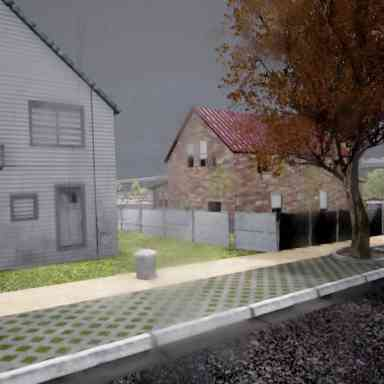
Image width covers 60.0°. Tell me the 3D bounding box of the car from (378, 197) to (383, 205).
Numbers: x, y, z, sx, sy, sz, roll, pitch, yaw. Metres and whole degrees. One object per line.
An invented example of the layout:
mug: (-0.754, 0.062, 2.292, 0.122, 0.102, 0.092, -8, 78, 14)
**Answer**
car: (38.475, 1.716, 64.924, 1.812, 1.442, 4.674, -2, -1, 0)

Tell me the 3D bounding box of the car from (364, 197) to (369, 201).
car: (35.226, 1.829, 64.819, 1.812, 1.442, 4.674, -2, -1, 0)

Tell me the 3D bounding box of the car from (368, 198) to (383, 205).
car: (28.498, 1.878, 48.611, 2.128, 1.511, 4.902, -2, 0, 1)

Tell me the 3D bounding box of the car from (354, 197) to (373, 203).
car: (38.562, 1.774, 74.967, 1.895, 1.301, 4.718, -2, -1, 0)
